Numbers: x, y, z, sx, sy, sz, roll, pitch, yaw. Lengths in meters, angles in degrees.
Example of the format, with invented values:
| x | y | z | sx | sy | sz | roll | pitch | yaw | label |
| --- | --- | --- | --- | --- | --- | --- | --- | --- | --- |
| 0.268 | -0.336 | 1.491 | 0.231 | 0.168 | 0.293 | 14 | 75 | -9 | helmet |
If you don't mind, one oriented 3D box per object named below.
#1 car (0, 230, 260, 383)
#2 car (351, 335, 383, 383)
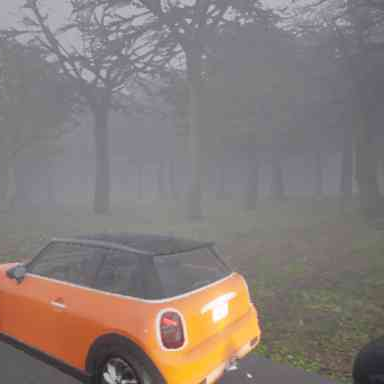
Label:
| x | y | z | sx | sy | sz | roll | pitch | yaw | label |
| --- | --- | --- | --- | --- | --- | --- | --- | --- | --- |
| -1.409 | 1.367 | 4.968 | 4.553 | 1.767 | 2.097 | 0 | 0 | 36 | car |
| 3.446 | 1.486 | 1.491 | 5.008 | 1.535 | 1.882 | 0 | 0 | 36 | car |
